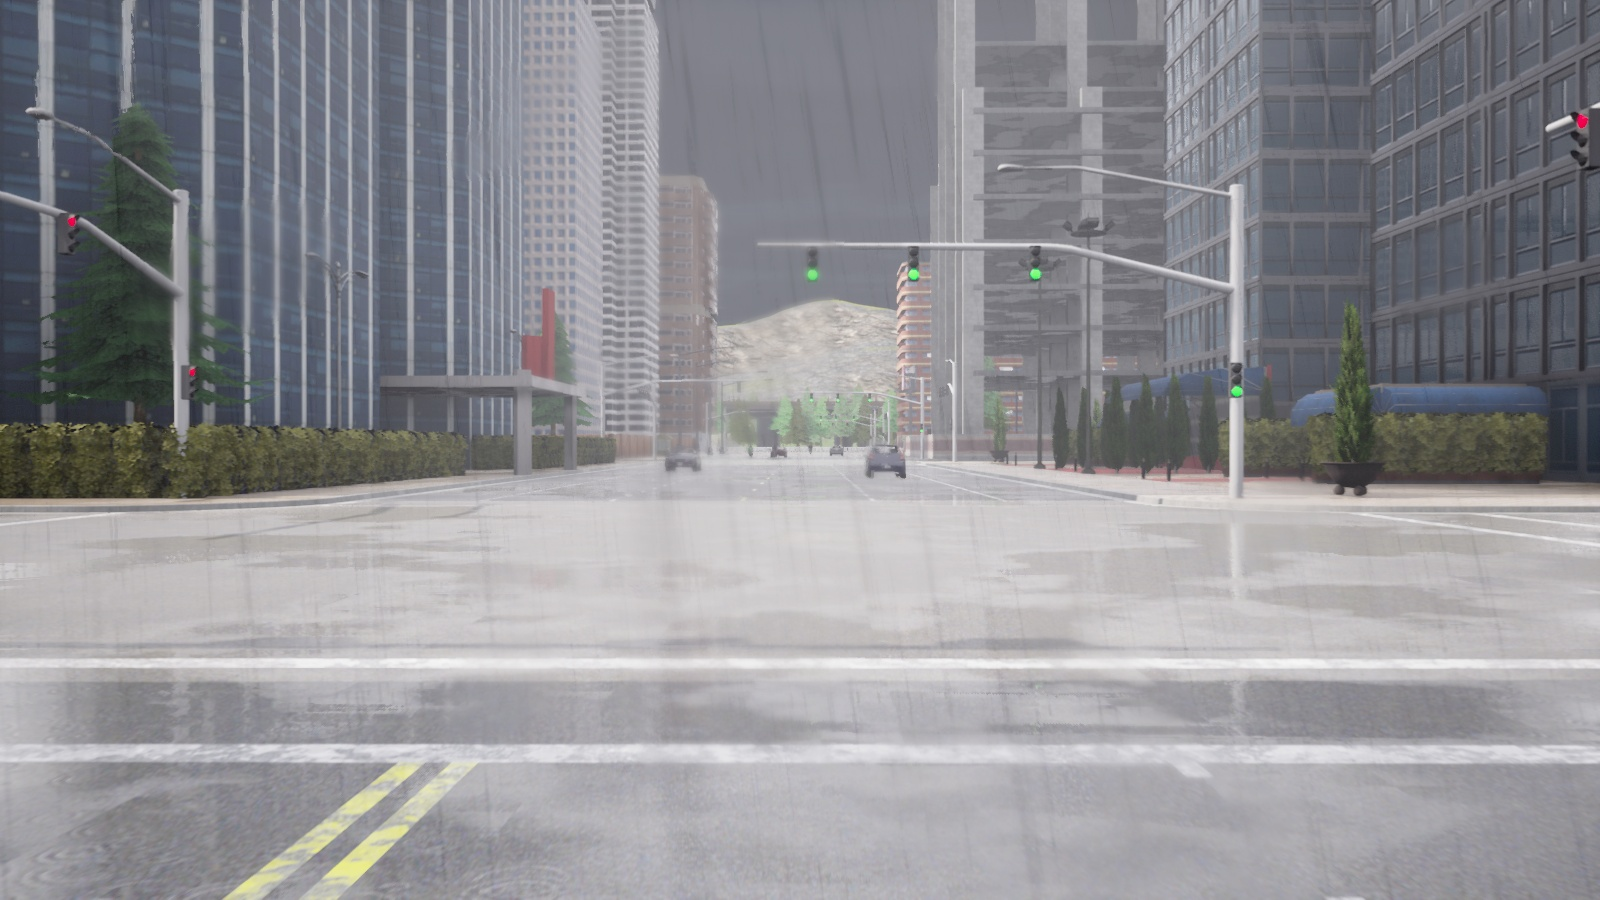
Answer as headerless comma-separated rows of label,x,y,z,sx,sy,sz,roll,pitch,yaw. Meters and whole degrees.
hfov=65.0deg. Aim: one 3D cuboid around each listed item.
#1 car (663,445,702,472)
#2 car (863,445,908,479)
car,-6.586,0.467,70.777,1.816,1.474,4.193,0,0,0
car,3.836,0.533,56.806,1.845,1.501,3.633,0,0,0
